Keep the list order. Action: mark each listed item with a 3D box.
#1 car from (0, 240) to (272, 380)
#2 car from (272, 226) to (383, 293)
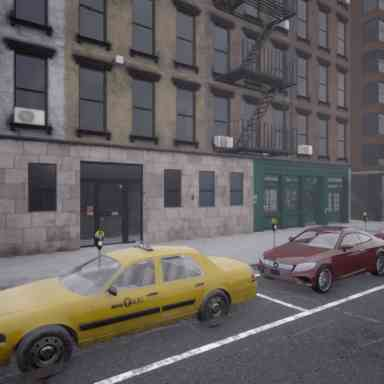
[{"bbox_3d":[-1.036,1.525,5.455,4.829,1.417,1.752,0,0,-36],"label":"car"},{"bbox_3d":[3.588,1.583,8.768,4.206,1.307,1.802,0,0,-36],"label":"car"}]
